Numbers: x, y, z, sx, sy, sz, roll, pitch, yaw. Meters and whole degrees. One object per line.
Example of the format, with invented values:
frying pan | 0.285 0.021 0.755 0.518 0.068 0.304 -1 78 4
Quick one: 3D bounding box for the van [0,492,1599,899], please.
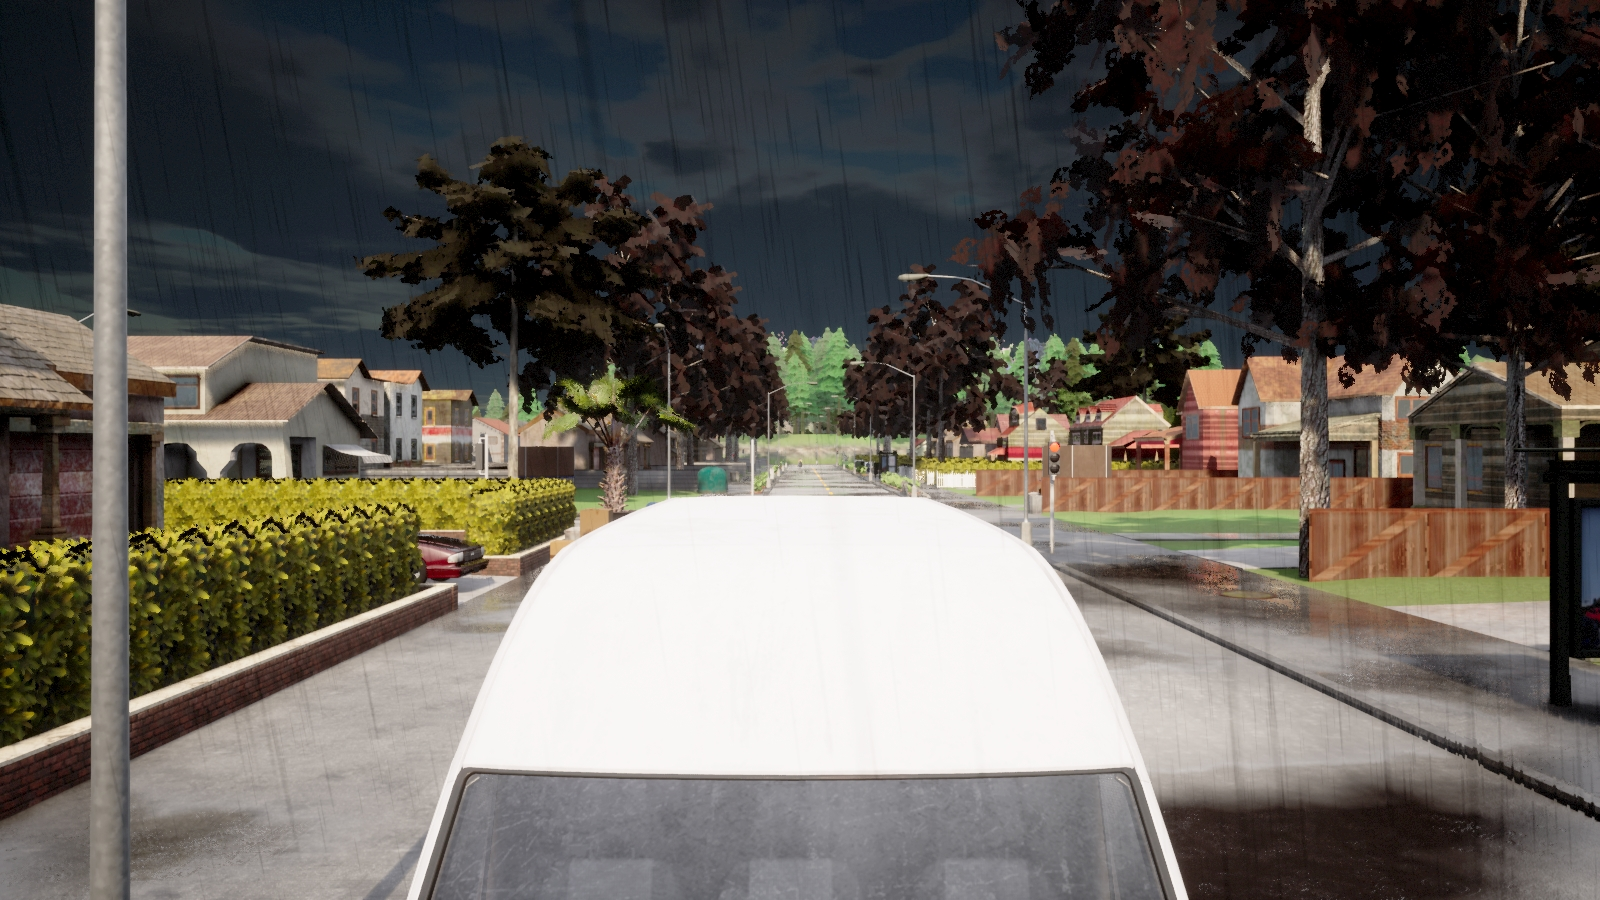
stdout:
van | 0.002 1.537 4.030 1.988 2.561 5.915 0 0 0
